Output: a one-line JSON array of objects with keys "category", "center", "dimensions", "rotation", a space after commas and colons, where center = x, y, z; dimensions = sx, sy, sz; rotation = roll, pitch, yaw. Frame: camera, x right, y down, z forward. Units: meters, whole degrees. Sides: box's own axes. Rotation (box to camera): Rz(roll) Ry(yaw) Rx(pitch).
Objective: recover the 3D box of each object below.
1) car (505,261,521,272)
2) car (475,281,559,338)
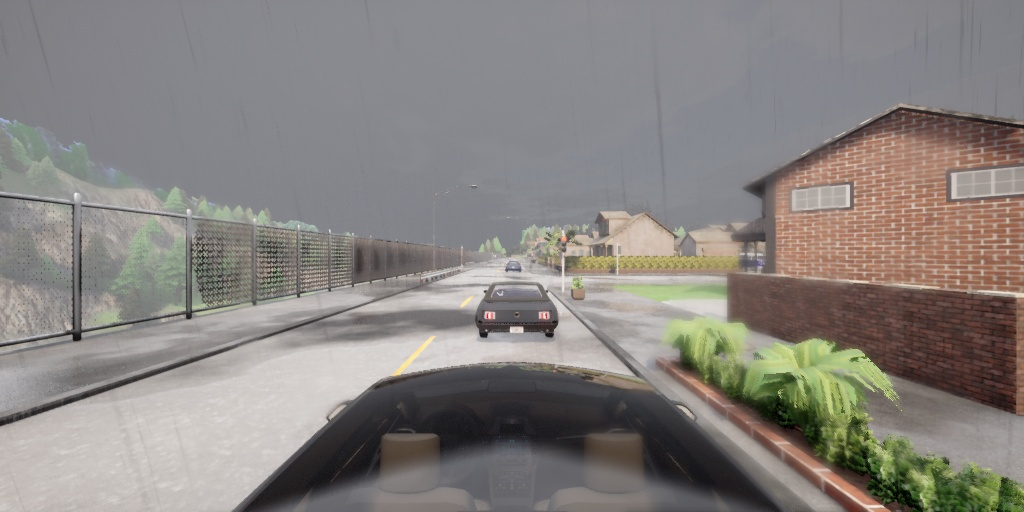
[{"category": "car", "center": [0.184, 1.314, 45.380], "dimensions": [1.994, 1.385, 4.181], "rotation": [0, 0, 0]}, {"category": "car", "center": [0.115, 1.351, 10.184], "dimensions": [1.895, 1.301, 4.718], "rotation": [0, 0, 0]}]
